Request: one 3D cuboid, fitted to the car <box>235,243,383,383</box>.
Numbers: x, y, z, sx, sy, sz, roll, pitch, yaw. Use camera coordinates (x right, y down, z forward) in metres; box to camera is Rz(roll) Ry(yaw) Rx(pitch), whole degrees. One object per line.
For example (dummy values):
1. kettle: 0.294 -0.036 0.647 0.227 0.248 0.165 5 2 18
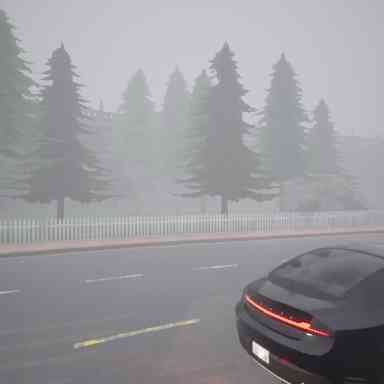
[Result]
1. car: 2.945 1.505 4.679 4.892 1.490 1.837 0 0 -25
